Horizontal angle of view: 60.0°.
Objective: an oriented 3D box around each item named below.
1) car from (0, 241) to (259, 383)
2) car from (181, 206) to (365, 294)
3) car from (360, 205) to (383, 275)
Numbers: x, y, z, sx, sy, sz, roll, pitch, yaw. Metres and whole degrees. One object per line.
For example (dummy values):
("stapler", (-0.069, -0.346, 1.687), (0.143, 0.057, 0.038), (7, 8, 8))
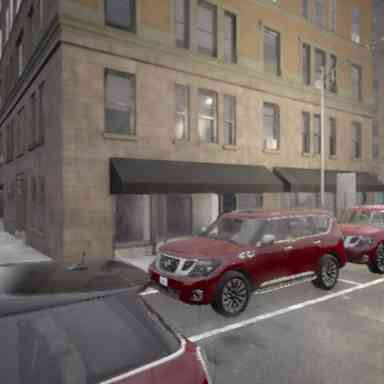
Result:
("car", (-2.018, 1.349, 1.815), (4.553, 1.767, 2.097), (0, 0, -36))
("car", (1.514, 1.338, 7.629), (5.009, 1.841, 2.192), (0, -1, -36))
("car", (5.995, 1.359, 10.832), (5.009, 1.841, 2.192), (0, -1, -36))
